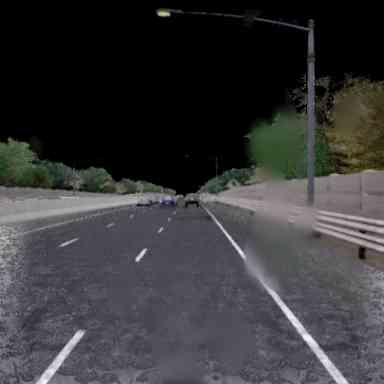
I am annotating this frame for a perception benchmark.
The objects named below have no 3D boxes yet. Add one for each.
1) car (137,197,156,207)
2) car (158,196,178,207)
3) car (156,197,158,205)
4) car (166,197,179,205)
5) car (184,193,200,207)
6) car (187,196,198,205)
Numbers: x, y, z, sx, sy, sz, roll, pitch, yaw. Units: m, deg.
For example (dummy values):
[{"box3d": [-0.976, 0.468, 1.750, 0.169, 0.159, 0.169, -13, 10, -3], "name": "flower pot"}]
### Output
[{"box3d": [-6.979, 1.492, 49.826, 1.994, 1.385, 4.181, 0, 0, 0], "name": "car"}, {"box3d": [-3.480, 1.403, 49.369, 1.882, 1.535, 5.008, 0, 0, 0], "name": "car"}, {"box3d": [-6.969, 1.556, 60.652, 1.994, 1.385, 4.181, 0, 0, 0], "name": "car"}, {"box3d": [-3.475, 1.537, 59.858, 2.033, 1.411, 5.357, 0, 0, 0], "name": "car"}, {"box3d": [0.020, 1.146, 49.380, 2.150, 2.045, 5.566, 0, 0, 0], "name": "car"}, {"box3d": [0.025, 1.465, 59.884, 1.882, 1.535, 5.008, 0, 0, 0], "name": "car"}]
